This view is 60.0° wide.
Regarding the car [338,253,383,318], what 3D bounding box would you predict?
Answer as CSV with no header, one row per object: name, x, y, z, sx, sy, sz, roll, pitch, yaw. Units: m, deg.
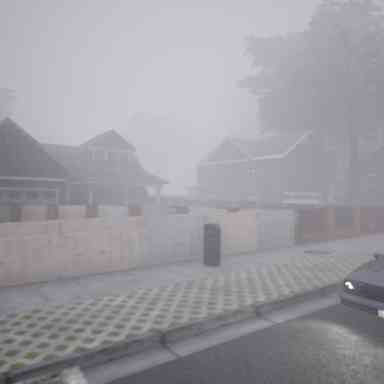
car,5.252,1.552,6.768,5.357,1.411,2.033,0,0,-35
